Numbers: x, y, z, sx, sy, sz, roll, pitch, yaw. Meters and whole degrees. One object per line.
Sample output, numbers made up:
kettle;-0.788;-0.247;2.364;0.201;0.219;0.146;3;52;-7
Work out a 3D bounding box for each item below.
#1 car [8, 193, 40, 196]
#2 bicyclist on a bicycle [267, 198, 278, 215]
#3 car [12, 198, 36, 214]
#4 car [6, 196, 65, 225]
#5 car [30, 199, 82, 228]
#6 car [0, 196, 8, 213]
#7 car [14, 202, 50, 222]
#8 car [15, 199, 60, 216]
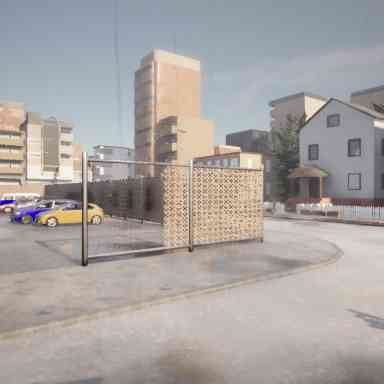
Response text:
car;-12.606;1.245;27.319;3.866;1.878;1.905;0;0;-36
bicyclist on a bicycle;7.731;1.361;31.971;1.656;1.620;0.582;0;0;-36
car;-17.883;1.405;35.310;1.789;1.547;3.705;0;0;-36
car;-10.316;1.350;23.681;4.611;1.667;2.242;0;0;-36
car;-7.872;1.419;21.530;4.193;1.474;1.816;0;0;-36
car;-17.886;1.477;35.587;5.357;1.415;2.033;0;0;-36
car;-12.052;1.454;25.058;2.207;1.379;1.481;0;0;-36
car;-14.828;1.416;32.021;3.633;1.501;1.845;0;0;-36
